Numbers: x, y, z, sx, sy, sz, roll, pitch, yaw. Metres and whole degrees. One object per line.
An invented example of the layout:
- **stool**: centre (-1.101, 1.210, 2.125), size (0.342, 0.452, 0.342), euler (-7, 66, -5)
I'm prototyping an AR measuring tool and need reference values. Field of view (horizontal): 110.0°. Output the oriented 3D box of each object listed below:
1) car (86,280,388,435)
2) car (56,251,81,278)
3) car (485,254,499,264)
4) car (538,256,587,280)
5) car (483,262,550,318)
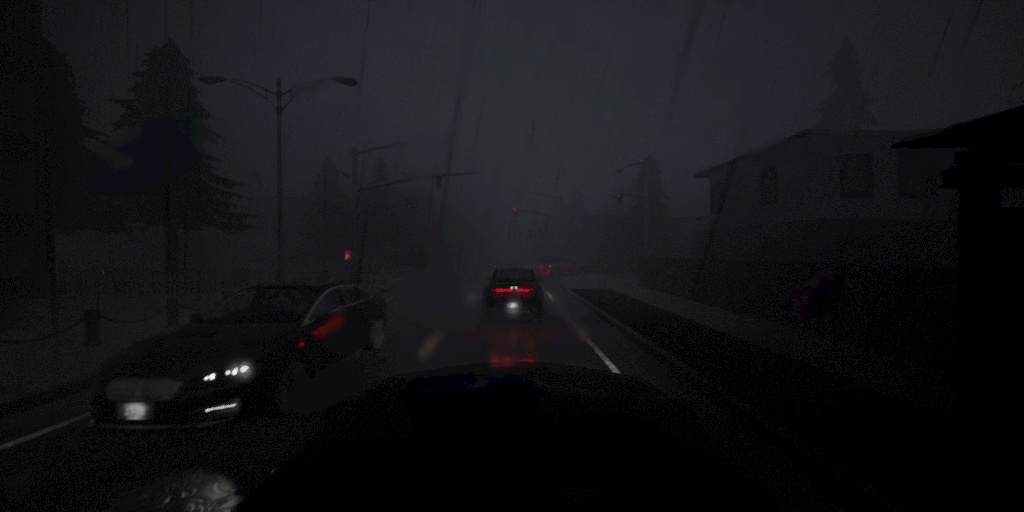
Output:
- **car**: centre (-3.588, 1.190, 5.873), size (2.128, 1.511, 4.902), euler (0, 1, 0)
- **car**: centre (-35.827, 0.690, 26.169), size (5.566, 2.045, 2.150), euler (0, 1, -1)
- **car**: centre (-3.589, 0.541, 60.846), size (1.812, 1.442, 4.674), euler (0, 1, 0)
- **car**: centre (3.681, 0.774, 26.972), size (4.553, 1.767, 2.097), euler (-1, 1, -42)
- **car**: centre (0.066, 1.122, 12.258), size (1.837, 1.490, 4.892), euler (0, 0, 0)
